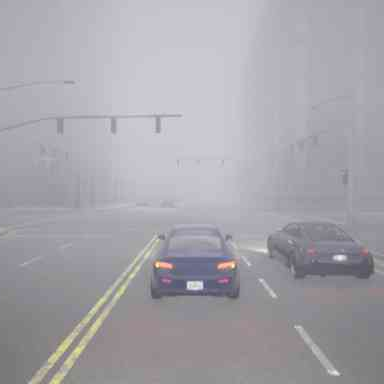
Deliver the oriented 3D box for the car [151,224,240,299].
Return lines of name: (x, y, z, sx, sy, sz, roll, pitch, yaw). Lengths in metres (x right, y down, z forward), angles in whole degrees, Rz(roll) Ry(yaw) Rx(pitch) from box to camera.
car: (0.080, 1.526, 8.324, 1.812, 1.442, 4.674, 0, 0, 1)

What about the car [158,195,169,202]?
car: (-6.803, 1.532, 80.086, 2.033, 1.411, 5.357, 0, 0, 0)

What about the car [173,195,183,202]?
car: (-3.306, 1.521, 78.751, 2.128, 1.511, 4.902, 0, 0, 0)

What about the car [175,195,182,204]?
car: (-3.395, 1.603, 63.603, 1.895, 1.301, 4.718, 0, 0, 1)

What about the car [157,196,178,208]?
car: (-3.474, 1.602, 48.173, 1.895, 1.301, 4.718, 0, 0, 0)

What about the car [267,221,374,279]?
car: (3.596, 1.564, 10.059, 1.994, 1.385, 4.181, 0, 0, 0)

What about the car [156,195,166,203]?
car: (-6.874, 1.550, 64.860, 2.033, 1.411, 5.357, 0, 0, 1)

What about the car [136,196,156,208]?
car: (-6.969, 1.566, 48.829, 1.994, 1.385, 4.181, 0, 0, 0)
